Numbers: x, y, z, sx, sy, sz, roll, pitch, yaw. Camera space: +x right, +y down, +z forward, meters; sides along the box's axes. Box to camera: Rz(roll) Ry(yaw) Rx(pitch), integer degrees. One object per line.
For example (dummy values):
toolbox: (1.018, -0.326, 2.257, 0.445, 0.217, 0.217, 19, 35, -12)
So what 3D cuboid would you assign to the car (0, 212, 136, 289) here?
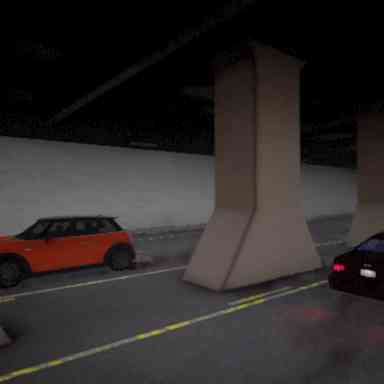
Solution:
car: (-4.020, 1.505, 9.774, 4.553, 1.767, 2.097, 0, -1, -38)

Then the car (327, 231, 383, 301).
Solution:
car: (5.367, 1.625, 7.972, 5.357, 1.411, 2.033, 0, -1, -38)
